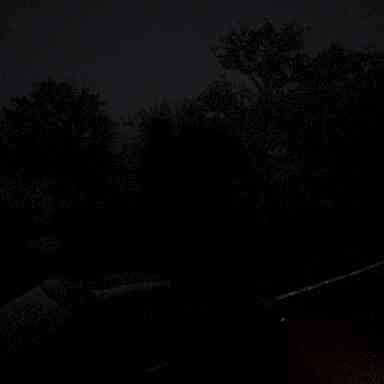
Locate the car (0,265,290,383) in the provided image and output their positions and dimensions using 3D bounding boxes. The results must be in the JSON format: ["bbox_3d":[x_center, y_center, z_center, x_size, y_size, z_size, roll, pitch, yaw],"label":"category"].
[{"bbox_3d":[-0.995,1.535,3.112,4.674,1.442,1.812,0,0,-37],"label":"car"}]
